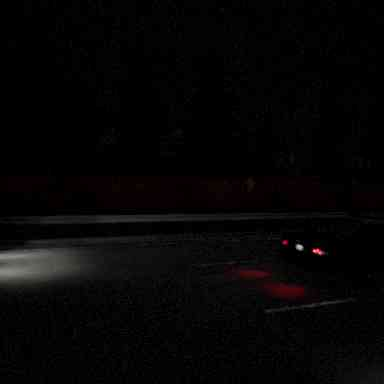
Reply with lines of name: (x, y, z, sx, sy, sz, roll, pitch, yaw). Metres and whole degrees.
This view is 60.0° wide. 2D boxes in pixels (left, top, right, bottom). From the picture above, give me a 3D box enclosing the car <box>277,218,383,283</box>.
car: (4.987, 1.435, 9.096, 5.357, 1.411, 2.033, 1, 1, -21)
